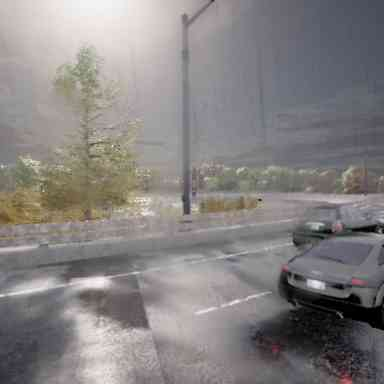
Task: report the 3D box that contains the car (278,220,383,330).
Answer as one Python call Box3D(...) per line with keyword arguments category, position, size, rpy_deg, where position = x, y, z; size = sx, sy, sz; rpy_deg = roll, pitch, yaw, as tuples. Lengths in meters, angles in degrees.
Box3D(category="car", position=(3.690, 1.536, 6.939), size=(4.181, 1.385, 1.994), rpy_deg=(0, 0, -38))

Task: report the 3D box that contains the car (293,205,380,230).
Box3D(category="car", position=(6.090, 1.304, 13.660), size=(4.553, 1.767, 2.097), rpy_deg=(0, 0, -42))
